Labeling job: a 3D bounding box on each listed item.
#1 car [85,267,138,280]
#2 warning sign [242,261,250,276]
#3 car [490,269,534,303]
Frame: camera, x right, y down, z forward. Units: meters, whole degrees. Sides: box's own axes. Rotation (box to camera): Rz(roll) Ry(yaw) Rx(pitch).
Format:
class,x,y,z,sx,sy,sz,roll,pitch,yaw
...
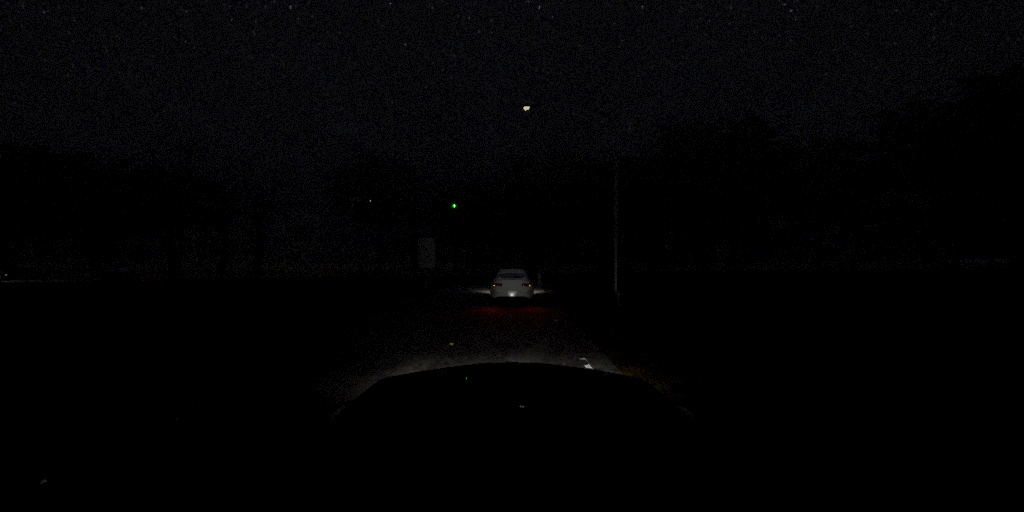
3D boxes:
class,x,y,z,sx,sy,sz,roll,pitch,yaw
car,-44.815,1.939,40.239,4.674,1.442,1.812,0,-2,0
warning sign,-32.486,1.554,43.757,1.060,1.860,1.300,0,0,0
car,0.000,1.300,16.510,1.812,1.442,4.674,0,0,0
